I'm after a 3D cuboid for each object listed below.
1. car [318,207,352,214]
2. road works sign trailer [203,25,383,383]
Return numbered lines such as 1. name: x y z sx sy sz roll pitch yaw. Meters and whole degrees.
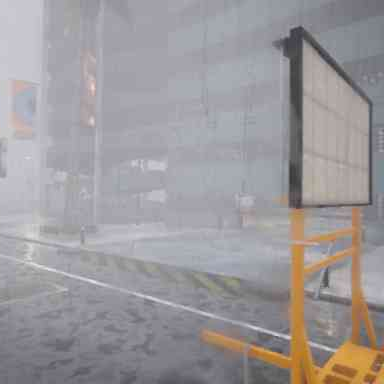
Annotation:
1. car: 20.863 2.437 48.525 4.674 1.452 2.002 0 -1 39
2. road works sign trailer: 1.289 0.548 3.429 2.880 3.560 2.380 0 -1 39
